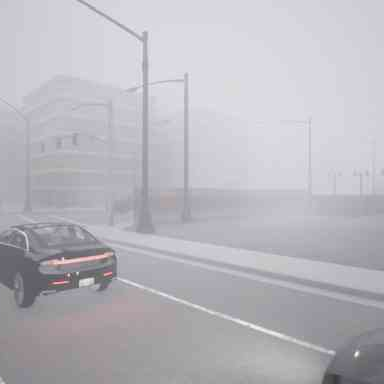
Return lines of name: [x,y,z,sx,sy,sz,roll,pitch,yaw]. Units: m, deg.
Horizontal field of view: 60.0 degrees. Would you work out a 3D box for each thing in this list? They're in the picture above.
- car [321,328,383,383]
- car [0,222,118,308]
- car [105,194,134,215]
car: [3.182,1.505,1.596,4.892,1.490,1.837,0,0,38]
car: [-3.658,1.492,8.056,2.128,1.511,4.902,0,0,-43]
car: [-6.287,1.222,35.016,5.566,2.045,2.150,0,0,-44]
